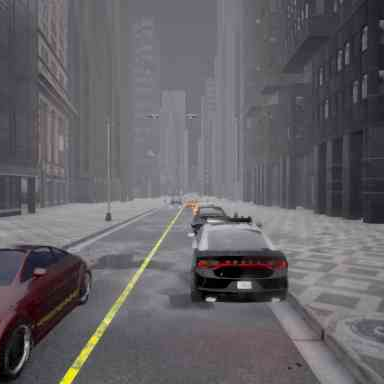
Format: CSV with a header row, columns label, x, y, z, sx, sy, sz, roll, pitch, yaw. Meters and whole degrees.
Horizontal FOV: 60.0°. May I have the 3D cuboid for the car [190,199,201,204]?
label,x,y,z,sx,sy,sz,roll,pitch,yaw
car,0.984,1.495,24.303,1.882,1.535,5.008,0,0,0

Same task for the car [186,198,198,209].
label,x,y,z,sx,sy,sz,roll,pitch,yaw
car,0.189,1.529,47.070,1.882,1.535,5.008,0,0,1

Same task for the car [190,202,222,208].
label,x,y,z,sx,sy,sz,roll,pitch,yaw
car,0.962,1.514,18.302,1.837,1.490,4.892,0,0,0

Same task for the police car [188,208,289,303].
label,x,y,z,sx,sy,sz,roll,pitch,yaw
police car,0.927,1.426,8.411,1.930,1.638,5.238,0,0,0

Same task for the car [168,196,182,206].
label,x,y,z,sx,sy,sz,roll,pitch,yaw
car,-2.795,1.549,58.475,1.882,1.535,5.008,0,0,0

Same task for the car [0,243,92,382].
label,x,y,z,sx,sy,sz,roll,pitch,yaw
car,-3.085,1.563,5.283,1.994,1.385,4.181,0,0,0
